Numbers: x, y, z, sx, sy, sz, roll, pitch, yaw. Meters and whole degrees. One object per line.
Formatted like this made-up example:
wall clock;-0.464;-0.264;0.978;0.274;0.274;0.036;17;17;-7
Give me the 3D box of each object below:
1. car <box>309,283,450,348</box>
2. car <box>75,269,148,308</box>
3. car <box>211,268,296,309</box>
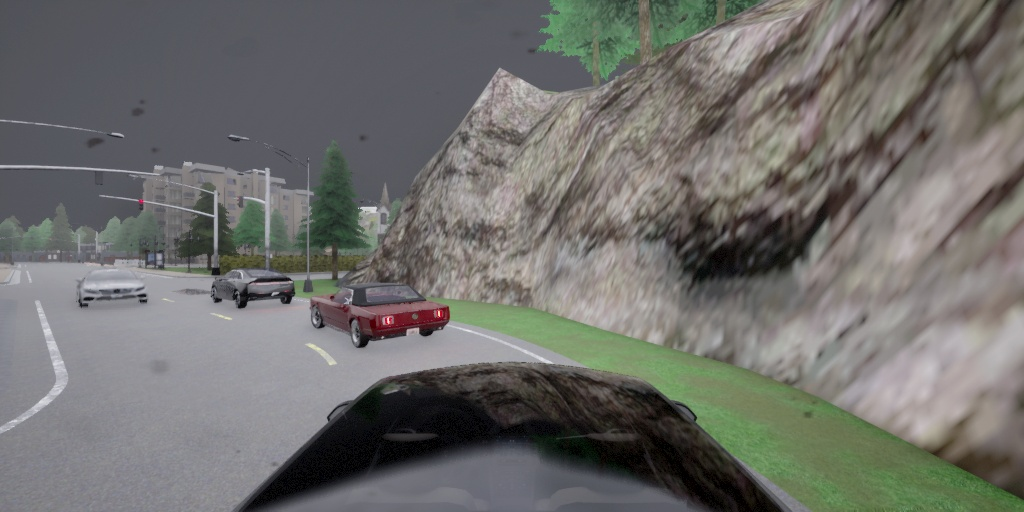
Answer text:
car;-3.683;1.351;9.361;1.895;1.301;4.718;0;0;-44
car;-17.073;1.275;15.269;4.674;1.442;1.812;0;0;38
car;-10.967;1.241;15.095;4.902;1.511;2.128;0;0;37
